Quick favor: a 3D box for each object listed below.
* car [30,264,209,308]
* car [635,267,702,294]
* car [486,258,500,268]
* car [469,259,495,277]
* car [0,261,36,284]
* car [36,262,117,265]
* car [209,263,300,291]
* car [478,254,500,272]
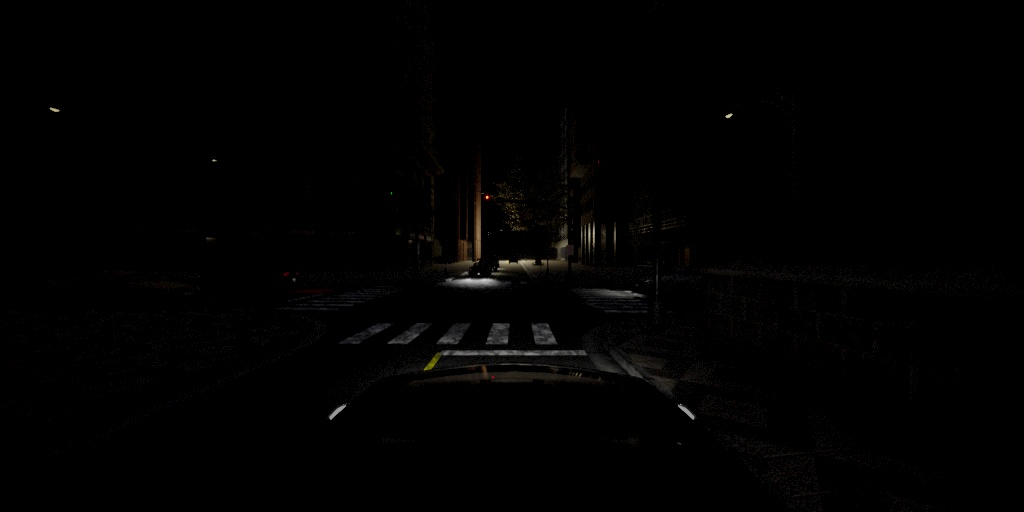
[{"bbox_3d":[-14.892,1.146,13.804,4.829,1.417,1.751,0,0,1],"label":"car"},{"bbox_3d":[9.183,1.337,19.543,4.674,1.442,1.812,0,0,4],"label":"car"},{"bbox_3d":[-2.872,1.056,54.340,1.812,1.442,4.674,0,0,0],"label":"car"},{"bbox_3d":[-2.968,1.273,34.364,1.895,1.301,4.718,0,0,0],"label":"car"},{"bbox_3d":[-31.844,0.973,22.498,4.507,1.381,1.888,0,0,1],"label":"car"},{"bbox_3d":[-26.227,1.064,22.443,4.313,1.339,1.948,0,0,1],"label":"car"},{"bbox_3d":[-14.397,1.103,19.660,5.008,1.535,1.882,1,0,1],"label":"car"},{"bbox_3d":[-2.930,0.829,44.177,2.150,2.045,5.566,0,0,-1],"label":"car"}]
